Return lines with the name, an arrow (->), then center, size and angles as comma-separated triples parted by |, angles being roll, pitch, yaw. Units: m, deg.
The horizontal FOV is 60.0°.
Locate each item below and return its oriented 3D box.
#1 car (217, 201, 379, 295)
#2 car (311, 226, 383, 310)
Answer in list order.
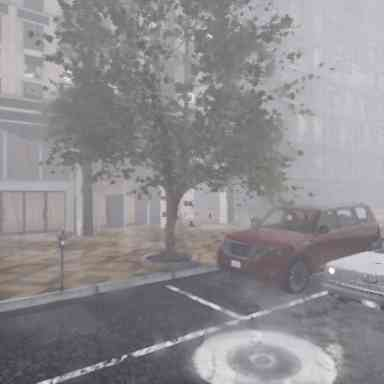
car -> 3.003, 1.213, 8.685 | 5.009, 1.841, 2.192 | -1, 1, -35
car -> 4.714, 1.495, 6.740 | 4.718, 1.301, 1.895 | -1, 1, -35
